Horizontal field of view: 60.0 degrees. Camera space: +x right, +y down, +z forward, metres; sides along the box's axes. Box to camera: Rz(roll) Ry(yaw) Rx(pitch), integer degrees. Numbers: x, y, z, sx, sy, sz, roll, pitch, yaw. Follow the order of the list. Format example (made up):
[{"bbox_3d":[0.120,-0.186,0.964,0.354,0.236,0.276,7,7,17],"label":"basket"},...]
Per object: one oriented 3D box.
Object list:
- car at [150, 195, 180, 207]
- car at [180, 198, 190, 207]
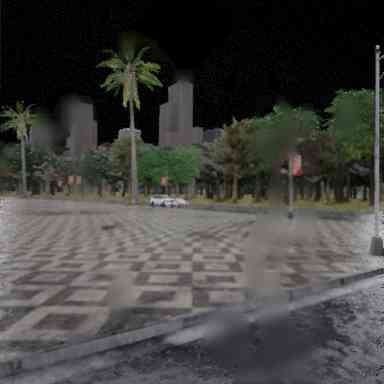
[{"bbox_3d":[-4.996,1.491,56.485,2.150,2.045,5.566,0,0,-38],"label":"car"},{"bbox_3d":[-2.281,1.834,58.278,1.812,1.442,4.674,0,0,-38],"label":"car"}]
